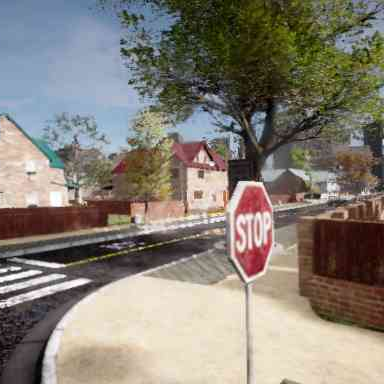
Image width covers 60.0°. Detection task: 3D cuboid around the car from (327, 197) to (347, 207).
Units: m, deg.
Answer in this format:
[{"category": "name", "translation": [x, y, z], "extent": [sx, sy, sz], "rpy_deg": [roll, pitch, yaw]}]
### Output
[{"category": "car", "translation": [19.203, 1.263, 43.980], "extent": [1.895, 1.301, 4.718], "rpy_deg": [-2, -1, 32]}]
